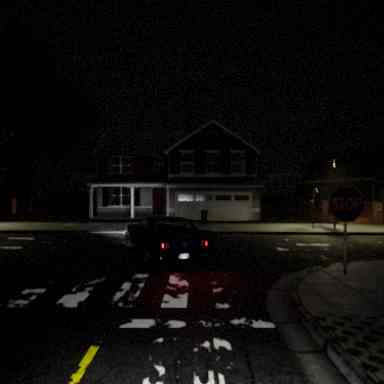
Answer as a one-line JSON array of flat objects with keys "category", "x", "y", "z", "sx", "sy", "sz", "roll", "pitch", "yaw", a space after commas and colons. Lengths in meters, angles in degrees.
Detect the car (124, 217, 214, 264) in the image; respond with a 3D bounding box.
[{"category": "car", "x": -1.030, "y": 1.510, "z": 11.545, "sx": 1.895, "sy": 1.301, "sz": 4.718, "roll": 0, "pitch": 0, "yaw": -21}]
